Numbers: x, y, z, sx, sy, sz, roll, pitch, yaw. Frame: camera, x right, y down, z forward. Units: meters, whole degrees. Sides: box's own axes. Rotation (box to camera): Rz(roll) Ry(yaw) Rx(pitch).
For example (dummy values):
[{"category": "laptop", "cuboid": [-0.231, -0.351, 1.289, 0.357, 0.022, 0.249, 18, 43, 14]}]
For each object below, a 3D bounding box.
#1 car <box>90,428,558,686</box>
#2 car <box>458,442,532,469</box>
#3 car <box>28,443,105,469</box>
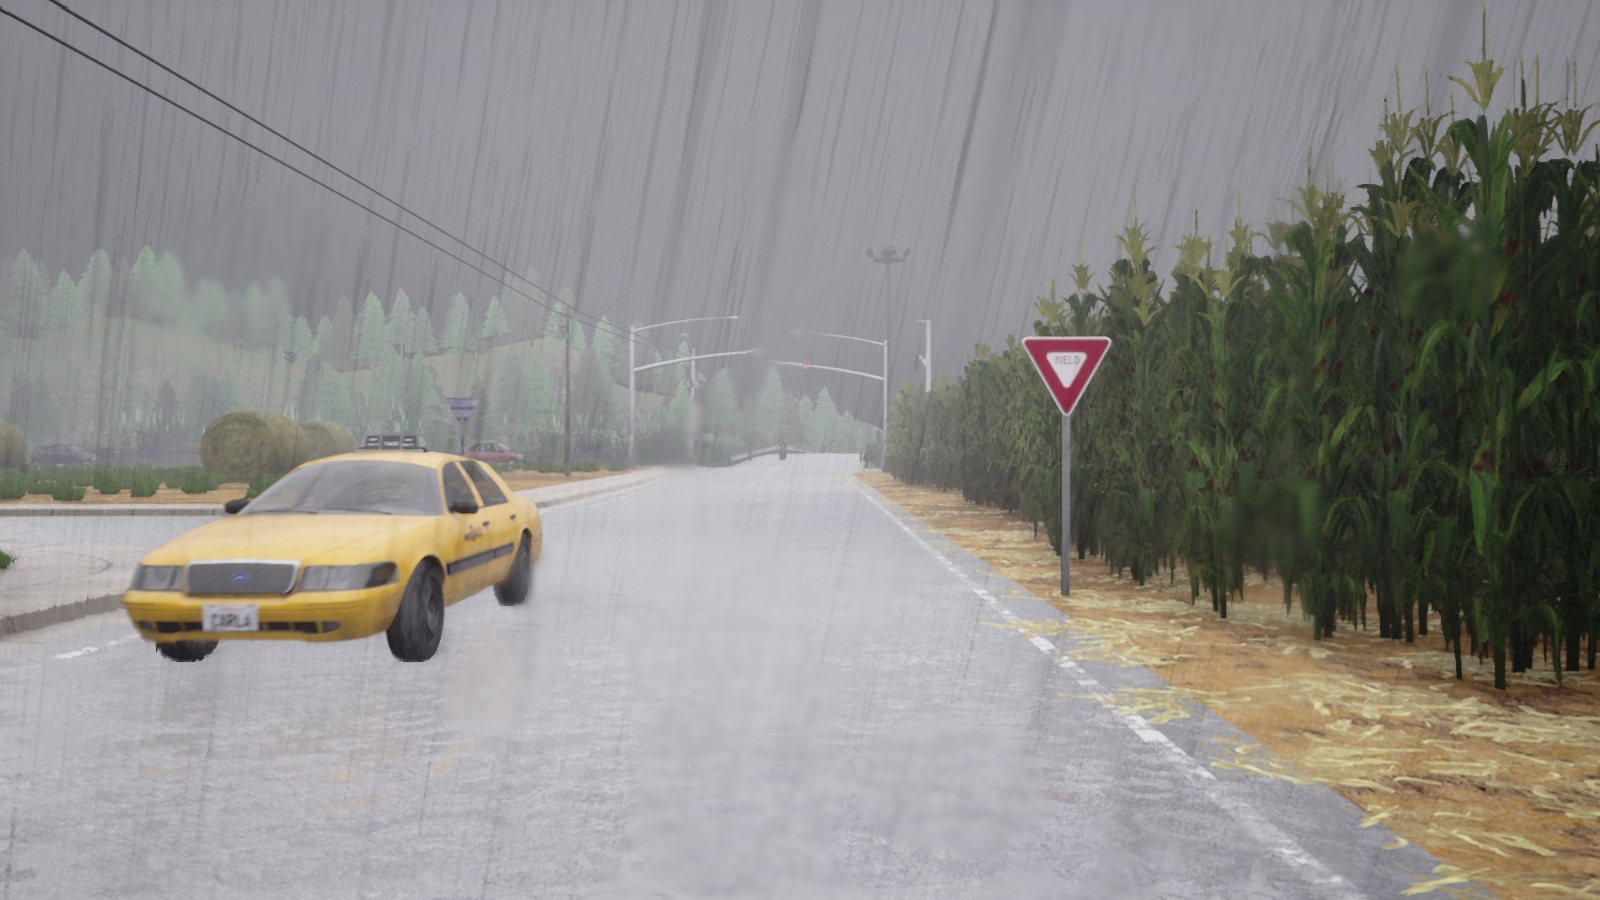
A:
[{"category": "car", "cuboid": [-3.427, 0.643, 10.358, 1.801, 1.575, 5.366, 0, 0, 0]}, {"category": "car", "cuboid": [-18.466, 0.300, 76.098, 3.988, 1.617, 1.851, 0, 0, 3]}, {"category": "car", "cuboid": [-45.337, 0.353, 77.637, 3.705, 1.549, 1.789, 0, 0, 3]}]
